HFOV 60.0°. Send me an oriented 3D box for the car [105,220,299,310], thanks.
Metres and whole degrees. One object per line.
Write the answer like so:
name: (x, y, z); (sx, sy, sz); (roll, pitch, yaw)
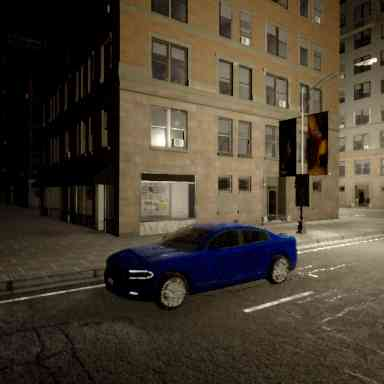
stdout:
car: (0.441, 1.478, 7.975); (5.008, 1.535, 1.882); (0, 0, -35)
